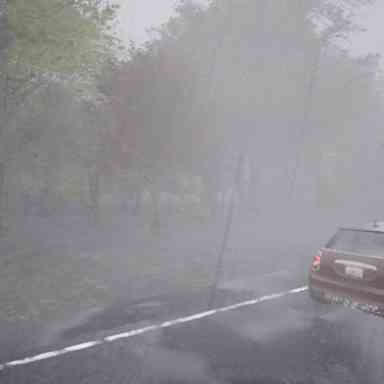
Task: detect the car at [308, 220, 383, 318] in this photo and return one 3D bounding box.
[{"bbox_3d":[4.540,1.409,6.984,4.553,1.767,2.097,1,0,-35],"label":"car"}]
